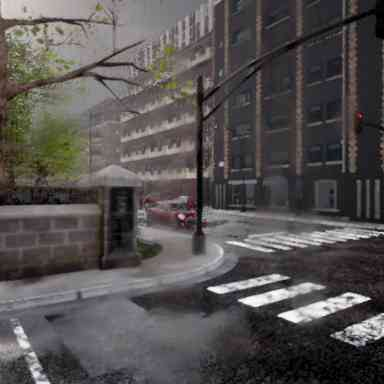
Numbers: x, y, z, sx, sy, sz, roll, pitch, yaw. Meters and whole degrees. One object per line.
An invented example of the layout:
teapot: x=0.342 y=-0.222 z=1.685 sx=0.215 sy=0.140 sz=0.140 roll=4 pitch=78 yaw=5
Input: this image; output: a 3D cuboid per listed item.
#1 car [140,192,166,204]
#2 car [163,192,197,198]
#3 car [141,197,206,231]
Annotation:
car: x=-3.968 y=0.898 z=37.622 sx=2.192 sy=1.841 sz=5.009 roll=1 pitch=0 yaw=-36
car: x=-0.708 y=1.122 z=33.166 sx=1.967 sy=1.590 sz=4.097 roll=1 pitch=0 yaw=-36
car: x=-0.945 y=1.290 z=19.304 sx=1.967 sy=1.590 sz=4.097 roll=2 pitch=0 yaw=-36
